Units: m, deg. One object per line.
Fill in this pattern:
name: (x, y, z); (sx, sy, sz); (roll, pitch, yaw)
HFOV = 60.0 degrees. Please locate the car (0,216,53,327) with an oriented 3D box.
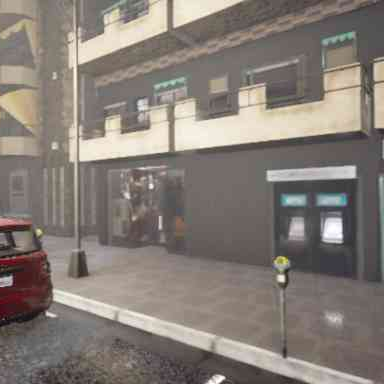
car: (-4.554, 1.339, 5.982); (5.009, 1.841, 2.192); (0, -1, 35)
